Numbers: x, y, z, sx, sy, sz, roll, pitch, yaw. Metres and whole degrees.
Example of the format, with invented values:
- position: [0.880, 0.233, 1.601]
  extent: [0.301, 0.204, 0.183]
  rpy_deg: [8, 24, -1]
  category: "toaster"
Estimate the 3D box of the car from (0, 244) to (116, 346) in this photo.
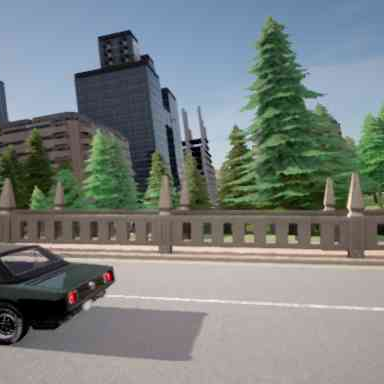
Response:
- position: [-3.947, 1.650, 6.025]
  extent: [4.718, 1.301, 1.895]
  rpy_deg: [0, 0, 10]
  category: "car"
